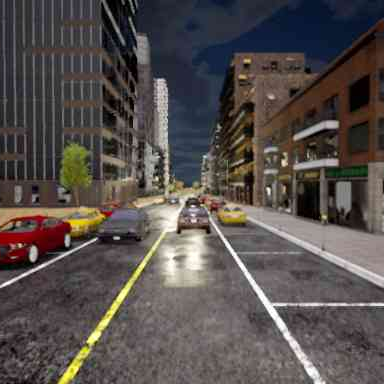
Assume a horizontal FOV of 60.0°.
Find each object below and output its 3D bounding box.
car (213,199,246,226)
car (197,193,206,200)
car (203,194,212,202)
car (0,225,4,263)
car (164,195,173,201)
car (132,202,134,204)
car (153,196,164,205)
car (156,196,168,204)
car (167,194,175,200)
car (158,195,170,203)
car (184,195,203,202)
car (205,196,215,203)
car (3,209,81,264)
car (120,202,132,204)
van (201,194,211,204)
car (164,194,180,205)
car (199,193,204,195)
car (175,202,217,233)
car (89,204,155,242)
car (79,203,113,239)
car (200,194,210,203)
[{"bbox_3d":[2.670,1.482,23.063,1.752,1.417,4.829,-1,0,0],"label":"car"},{"bbox_3d":[2.653,1.170,91.265,2.192,1.841,5.009,-1,0,0],"label":"car"},{"bbox_3d":[2.666,1.445,45.853,1.752,1.417,4.829,-1,0,0],"label":"car"},{"bbox_3d":[-5.674,1.539,5.922,2.008,1.369,4.403,-1,0,0],"label":"car"},{"bbox_3d":[-5.687,1.396,79.824,1.752,1.417,4.829,-1,0,0],"label":"car"},{"bbox_3d":[-5.677,1.529,28.714,1.802,1.307,4.206,-1,0,0],"label":"car"},{"bbox_3d":[-5.683,1.428,57.033,1.752,1.417,4.829,-1,0,0],"label":"car"},{"bbox_3d":[-5.684,1.439,62.900,1.887,1.381,4.507,-1,0,0],"label":"car"},{"bbox_3d":[-5.691,1.294,91.389,1.967,1.590,4.097,-1,0,0],"label":"car"},{"bbox_3d":[-5.685,1.437,68.598,2.008,1.369,4.403,-1,0,0],"label":"car"},{"bbox_3d":[0.094,1.432,39.998,1.837,1.490,4.892,0,0,0],"label":"car"},{"bbox_3d":[2.668,1.483,34.289,1.887,1.381,4.507,-1,0,0],"label":"car"},{"bbox_3d":[-5.674,1.522,11.619,1.887,1.381,4.507,-1,0,0],"label":"car"},{"bbox_3d":[-5.677,1.502,23.016,1.887,1.381,4.507,-1,0,0],"label":"car"},{"bbox_3d":[2.658,1.236,62.776,1.690,1.788,3.998,-1,0,0],"label":"van"},{"bbox_3d":[-3.072,1.394,56.716,2.128,1.511,4.902,0,0,0],"label":"car"},{"bbox_3d":[2.659,1.218,57.079,2.192,1.841,5.009,-1,0,0],"label":"car"},{"bbox_3d":[0.096,1.511,19.313,2.033,1.411,5.357,0,0,0],"label":"car"},{"bbox_3d":[-3.103,1.516,16.372,2.033,1.411,5.357,0,0,0],"label":"car"},{"bbox_3d":[-5.676,1.492,17.147,1.752,1.417,4.829,-1,0,0],"label":"car"},{"bbox_3d":[2.660,1.327,68.474,1.967,1.590,4.097,-1,0,0],"label":"car"}]
